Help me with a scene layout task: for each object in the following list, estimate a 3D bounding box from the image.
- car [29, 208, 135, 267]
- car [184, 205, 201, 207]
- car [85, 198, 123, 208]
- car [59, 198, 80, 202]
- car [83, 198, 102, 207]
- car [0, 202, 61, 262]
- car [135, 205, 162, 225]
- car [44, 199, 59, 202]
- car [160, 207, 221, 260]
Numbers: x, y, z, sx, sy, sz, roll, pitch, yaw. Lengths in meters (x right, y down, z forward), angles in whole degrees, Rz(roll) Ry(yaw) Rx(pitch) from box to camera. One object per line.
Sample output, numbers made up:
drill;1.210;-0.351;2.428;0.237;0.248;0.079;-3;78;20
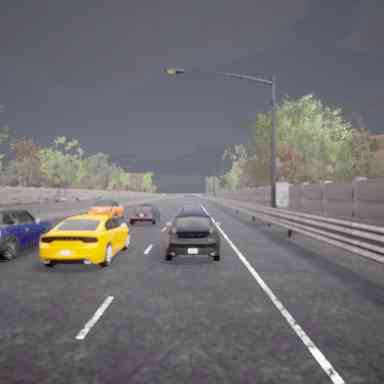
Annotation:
car;-3.462;1.530;11.631;1.882;1.535;5.008;0;0;0
car;0.036;1.724;26.998;1.895;1.301;4.718;0;0;0
car;-6.950;1.478;27.547;2.097;1.767;4.553;0;0;0
car;-21.020;1.814;58.454;1.812;1.442;4.674;0;0;1
car;-17.527;1.793;58.591;1.837;1.490;4.892;0;0;1
car;-6.954;1.408;12.546;2.097;1.767;4.553;0;0;0
car;-3.470;1.664;25.458;2.033;1.411;5.357;0;0;0
car;-24.515;1.851;58.290;1.994;1.385;4.181;0;0;1
car;0.046;1.563;12.642;1.837;1.490;4.892;0;0;1
